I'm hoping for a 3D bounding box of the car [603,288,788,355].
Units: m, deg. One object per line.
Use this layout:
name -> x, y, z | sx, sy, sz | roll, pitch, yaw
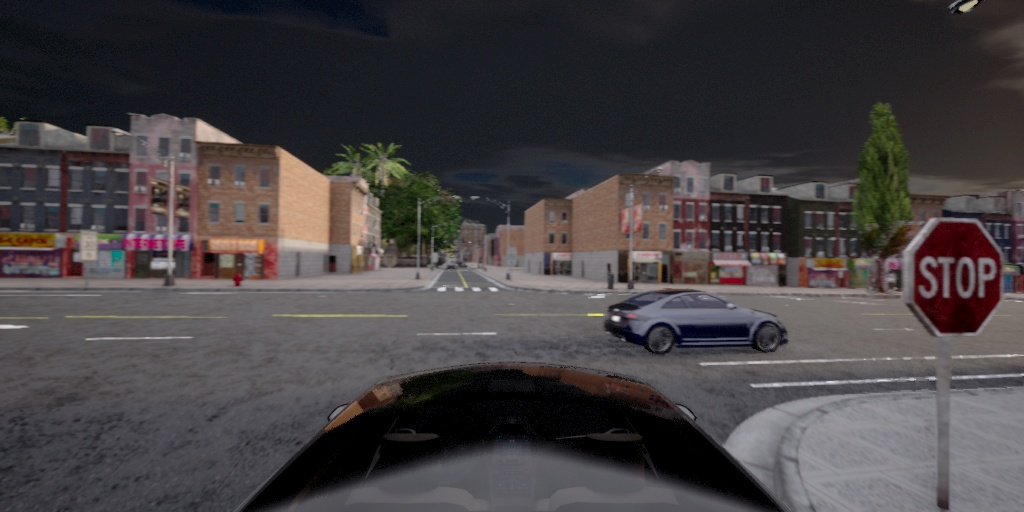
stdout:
car -> 4.456, 1.521, 8.944 | 4.181, 1.385, 1.994 | 1, -1, -10
